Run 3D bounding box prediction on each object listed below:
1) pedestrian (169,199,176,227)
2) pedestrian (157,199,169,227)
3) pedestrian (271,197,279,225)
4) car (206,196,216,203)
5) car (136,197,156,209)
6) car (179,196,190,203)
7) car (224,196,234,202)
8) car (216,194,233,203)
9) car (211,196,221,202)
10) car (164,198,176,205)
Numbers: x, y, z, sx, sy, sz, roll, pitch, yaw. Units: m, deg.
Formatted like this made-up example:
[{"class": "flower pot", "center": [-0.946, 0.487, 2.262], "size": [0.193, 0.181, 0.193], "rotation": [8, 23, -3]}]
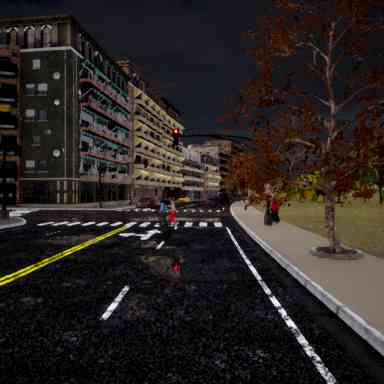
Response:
[{"class": "pedestrian", "center": [-1.296, 1.322, 22.443], "size": [0.375, 1.860, 0.375], "rotation": [0, 0, 3]}, {"class": "pedestrian", "center": [-1.837, 1.319, 21.269], "size": [0.375, 1.860, 0.375], "rotation": [0, 0, 3]}, {"class": "pedestrian", "center": [5.353, 1.167, 21.489], "size": [0.375, 1.860, 0.375], "rotation": [0, 0, 3]}, {"class": "car", "center": [4.455, 1.835, 78.842], "size": [2.128, 1.511, 4.902], "rotation": [0, 0, 11]}, {"class": "car", "center": [-6.794, 1.484, 49.139], "size": [2.097, 1.767, 4.553], "rotation": [0, 0, 7]}, {"class": "car", "center": [-1.851, 1.792, 80.472], "size": [1.882, 1.535, 5.008], "rotation": [0, 0, 11]}, {"class": "car", "center": [9.814, 1.871, 88.711], "size": [2.128, 1.511, 4.902], "rotation": [0, 0, 13]}, {"class": "car", "center": [7.661, 1.534, 78.300], "size": [2.150, 2.045, 5.566], "rotation": [0, 0, 11]}, {"class": "car", "center": [6.545, 1.816, 88.990], "size": [1.882, 1.535, 5.008], "rotation": [0, 0, 13]}, {"class": "car", "center": [-4.510, 1.822, 65.434], "size": [1.895, 1.301, 4.718], "rotation": [0, 0, 10]}]
